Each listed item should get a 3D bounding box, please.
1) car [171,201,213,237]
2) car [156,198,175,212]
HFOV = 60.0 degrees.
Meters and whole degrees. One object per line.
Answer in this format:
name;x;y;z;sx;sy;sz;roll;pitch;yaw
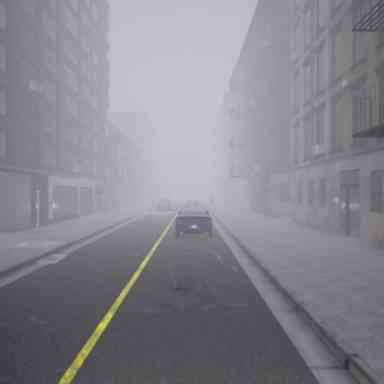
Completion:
car;0.093;1.474;18.140;1.882;1.535;5.008;0;0;0
car;-3.106;1.492;39.177;1.837;1.490;4.892;0;0;0
